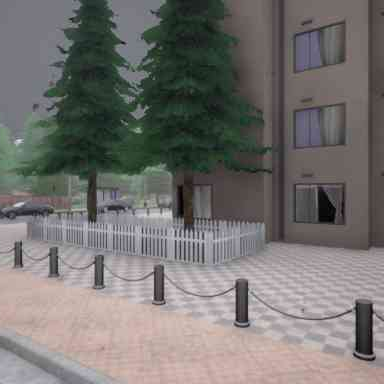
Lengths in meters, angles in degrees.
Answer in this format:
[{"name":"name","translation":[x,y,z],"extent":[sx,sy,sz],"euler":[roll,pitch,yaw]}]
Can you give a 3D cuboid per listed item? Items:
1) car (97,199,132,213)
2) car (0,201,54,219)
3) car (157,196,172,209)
[{"name":"car","translation":[-8.710,1.474,36.154],"extent":[2.128,1.511,4.902],"euler":[0,0,37]},{"name":"car","translation":[-14.299,1.509,28.692],"extent":[1.812,1.442,4.674],"euler":[0,0,37]},{"name":"car","translation":[-2.541,1.335,44.321],"extent":[2.097,1.767,4.553],"euler":[0,0,37]}]
